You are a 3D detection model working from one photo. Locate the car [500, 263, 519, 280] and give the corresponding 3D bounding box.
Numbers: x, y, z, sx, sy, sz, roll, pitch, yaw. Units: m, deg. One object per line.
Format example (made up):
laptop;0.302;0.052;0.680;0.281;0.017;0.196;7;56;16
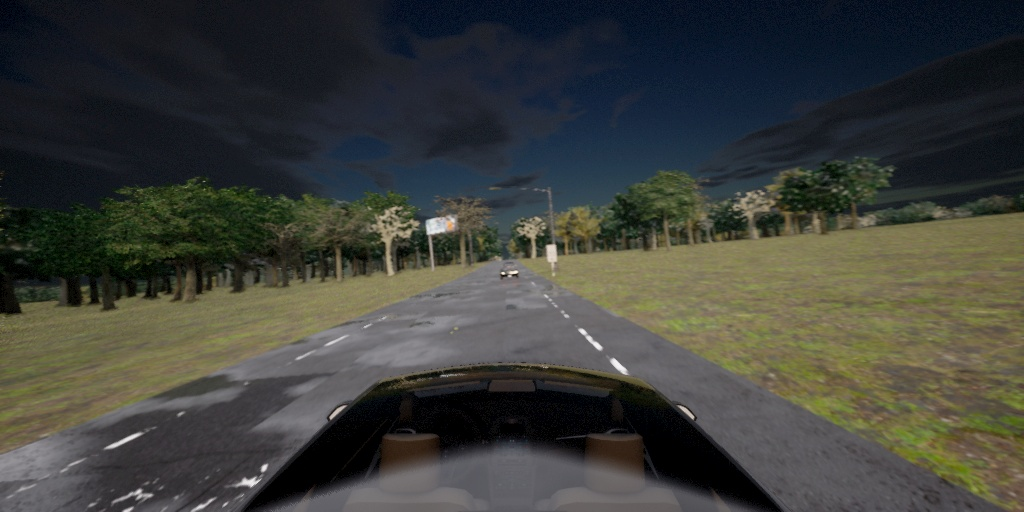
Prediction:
car;-0.272;1.679;37.386;1.895;1.301;4.718;-5;0;0
